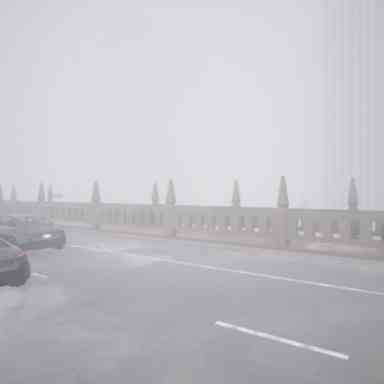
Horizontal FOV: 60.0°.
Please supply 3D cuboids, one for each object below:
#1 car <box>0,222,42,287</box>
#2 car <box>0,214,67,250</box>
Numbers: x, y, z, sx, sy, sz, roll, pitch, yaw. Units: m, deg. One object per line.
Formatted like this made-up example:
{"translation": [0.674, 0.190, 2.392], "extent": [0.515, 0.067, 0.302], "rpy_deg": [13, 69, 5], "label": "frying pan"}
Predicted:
{"translation": [-5.828, 1.564, 8.153], "extent": [4.181, 1.385, 1.994], "rpy_deg": [0, 0, 36], "label": "car"}
{"translation": [-6.883, 1.564, 13.207], "extent": [4.181, 1.385, 1.994], "rpy_deg": [0, 0, 36], "label": "car"}
